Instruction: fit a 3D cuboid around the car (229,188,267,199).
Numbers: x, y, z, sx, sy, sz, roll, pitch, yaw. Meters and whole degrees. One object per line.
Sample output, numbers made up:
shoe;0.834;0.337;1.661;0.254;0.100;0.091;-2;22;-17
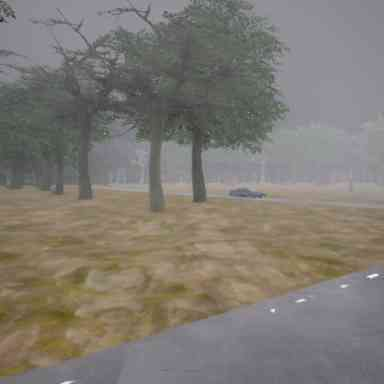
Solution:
car;7.386;0.138;44.379;2.033;1.411;5.357;1;1;-40
